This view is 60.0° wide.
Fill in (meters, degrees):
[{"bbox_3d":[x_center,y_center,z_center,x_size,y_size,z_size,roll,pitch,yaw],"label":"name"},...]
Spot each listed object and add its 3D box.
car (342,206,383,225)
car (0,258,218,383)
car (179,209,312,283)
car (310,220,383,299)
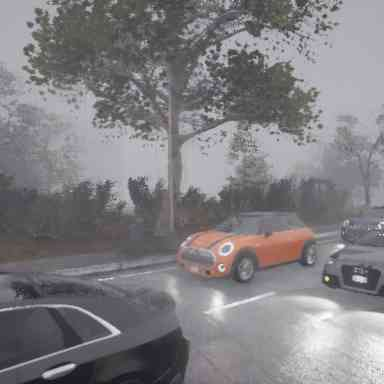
[{"bbox_3d":[9.277,1.521,16.628,4.553,1.767,2.097,1,-1,-44],"label":"car"},{"bbox_3d":[-2.230,1.528,2.497,4.892,1.490,1.837,0,-1,-40],"label":"car"},{"bbox_3d":[1.788,1.420,10.035,4.553,1.767,2.097,0,-1,-40],"label":"car"},{"bbox_3d":[4.963,1.620,8.118,4.181,1.385,1.994,1,-1,-40],"label":"car"}]
